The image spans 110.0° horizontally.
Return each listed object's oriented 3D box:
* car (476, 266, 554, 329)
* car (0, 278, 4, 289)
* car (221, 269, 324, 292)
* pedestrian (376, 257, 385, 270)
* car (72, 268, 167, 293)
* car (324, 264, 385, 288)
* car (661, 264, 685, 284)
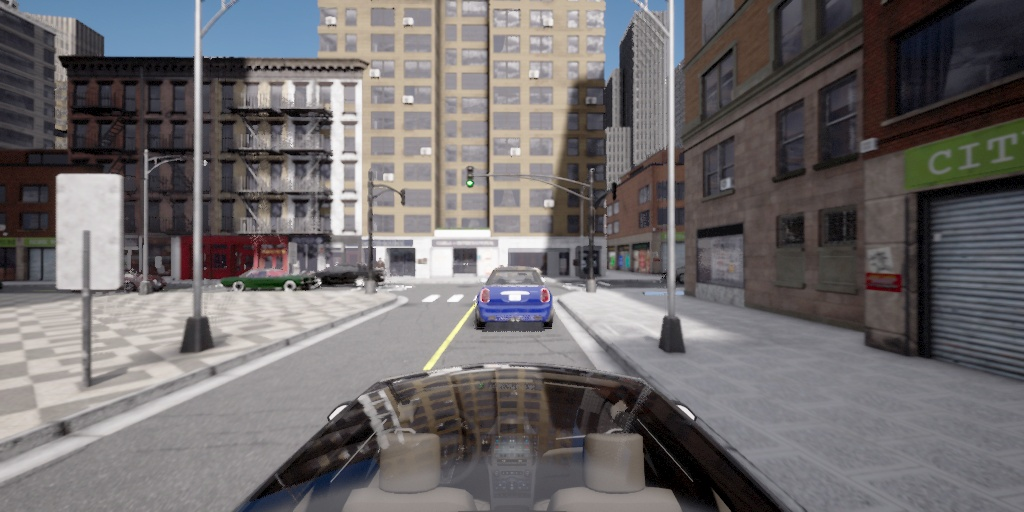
[{"bbox_3d":[0.034,1.096,11.434,2.097,1.767,4.553,0,0,-1],"label":"car"},{"bbox_3d":[-33.216,1.325,21.047,4.553,1.767,2.097,0,0,0],"label":"car"},{"bbox_3d":[-14.197,1.444,21.276,4.718,1.301,1.895,0,0,-1],"label":"car"},{"bbox_3d":[-10.156,0.970,27.564,0.375,1.860,0.375,0,0,-1],"label":"pedestrian"},{"bbox_3d":[-23.267,1.434,21.180,4.674,1.442,1.812,0,0,-1],"label":"car"},{"bbox_3d":[-11.153,1.305,24.190,5.008,1.535,1.882,0,-1,4],"label":"car"},{"bbox_3d":[12.888,1.119,24.819,4.892,1.490,1.837,-1,0,-1],"label":"car"}]
